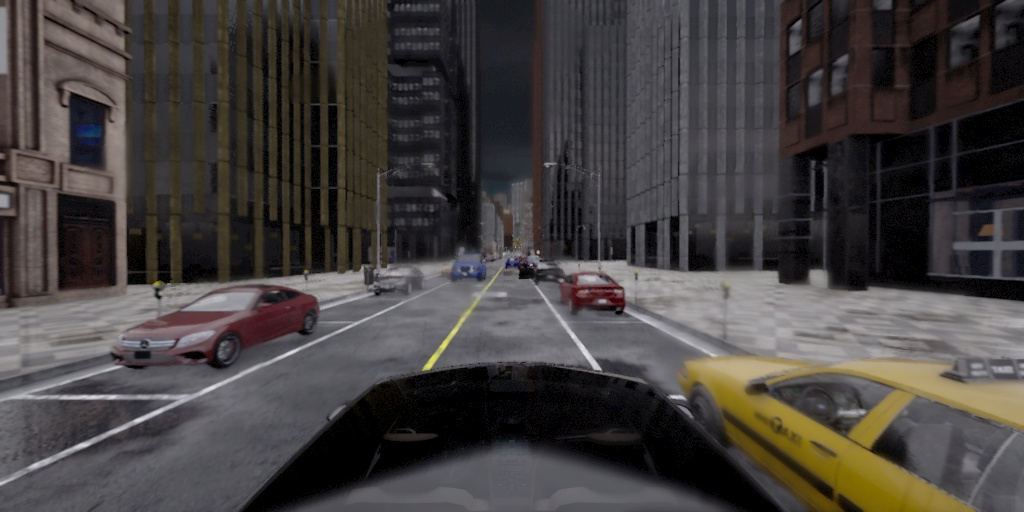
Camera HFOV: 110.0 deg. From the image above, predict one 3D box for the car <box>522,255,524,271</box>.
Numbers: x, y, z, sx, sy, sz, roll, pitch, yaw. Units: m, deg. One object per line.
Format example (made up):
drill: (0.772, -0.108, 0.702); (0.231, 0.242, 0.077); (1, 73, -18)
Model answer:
car: (2.781, 0.816, 51.888); (2.192, 1.841, 5.009); (0, 0, 0)

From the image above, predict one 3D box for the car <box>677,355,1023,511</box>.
car: (2.776, 1.273, 2.329); (1.751, 1.417, 4.829); (0, 0, 0)

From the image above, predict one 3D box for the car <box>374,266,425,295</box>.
car: (-5.765, 1.216, 18.754); (2.007, 1.370, 4.403); (0, 0, 0)

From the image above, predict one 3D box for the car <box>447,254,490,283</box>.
car: (-3.090, 0.848, 26.587); (2.150, 2.045, 5.566); (0, 0, 0)

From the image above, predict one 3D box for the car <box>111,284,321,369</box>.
car: (-5.771, 1.303, 7.704); (1.802, 1.307, 4.207); (0, 0, 0)

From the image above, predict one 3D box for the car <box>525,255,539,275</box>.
car: (2.779, 0.995, 40.838); (1.967, 1.591, 4.097); (0, 0, 0)

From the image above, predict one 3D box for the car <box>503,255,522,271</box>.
car: (0.073, 0.984, 50.954); (1.882, 1.535, 5.008); (0, 0, 1)

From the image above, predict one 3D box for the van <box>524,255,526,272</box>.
van: (2.780, 0.869, 46.362); (1.690, 1.789, 3.998); (0, 0, 0)

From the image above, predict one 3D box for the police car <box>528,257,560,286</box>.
police car: (2.374, 1.062, 24.308); (1.930, 1.638, 5.238); (0, 0, 0)

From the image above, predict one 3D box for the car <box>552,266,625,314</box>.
car: (2.777, 1.237, 13.210); (1.888, 1.381, 4.507); (0, 0, 0)

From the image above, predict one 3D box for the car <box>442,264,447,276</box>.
car: (-5.757, 1.109, 35.159); (1.751, 1.417, 4.829); (0, 0, 0)
